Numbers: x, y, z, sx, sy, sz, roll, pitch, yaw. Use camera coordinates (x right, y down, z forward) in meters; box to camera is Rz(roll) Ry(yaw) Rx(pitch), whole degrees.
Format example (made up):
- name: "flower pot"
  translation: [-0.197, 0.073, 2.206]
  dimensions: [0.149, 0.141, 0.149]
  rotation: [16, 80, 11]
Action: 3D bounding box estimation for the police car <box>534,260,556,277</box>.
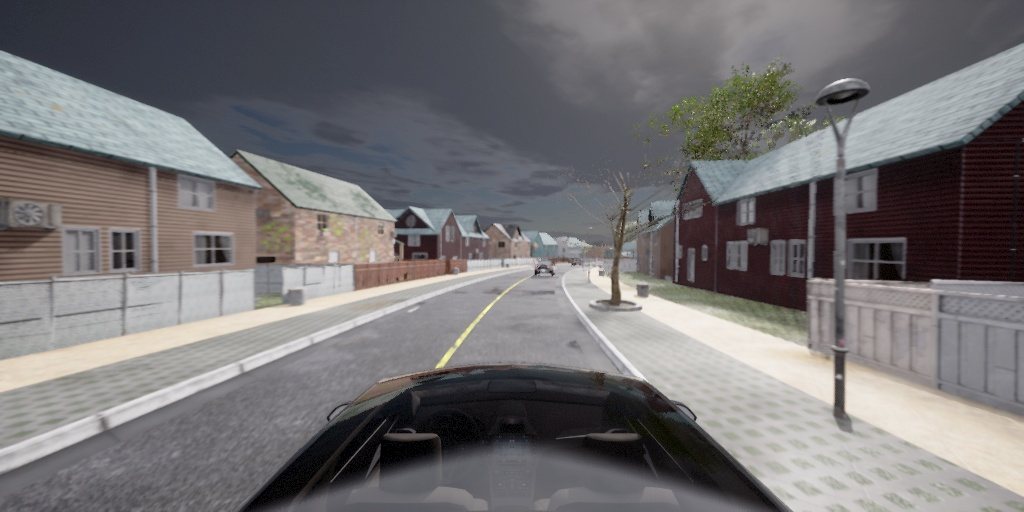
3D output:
- name: "police car"
  translation: [3.411, 1.188, 36.498]
  dimensions: [2.038, 1.542, 4.974]
  rotation: [1, 0, 10]
